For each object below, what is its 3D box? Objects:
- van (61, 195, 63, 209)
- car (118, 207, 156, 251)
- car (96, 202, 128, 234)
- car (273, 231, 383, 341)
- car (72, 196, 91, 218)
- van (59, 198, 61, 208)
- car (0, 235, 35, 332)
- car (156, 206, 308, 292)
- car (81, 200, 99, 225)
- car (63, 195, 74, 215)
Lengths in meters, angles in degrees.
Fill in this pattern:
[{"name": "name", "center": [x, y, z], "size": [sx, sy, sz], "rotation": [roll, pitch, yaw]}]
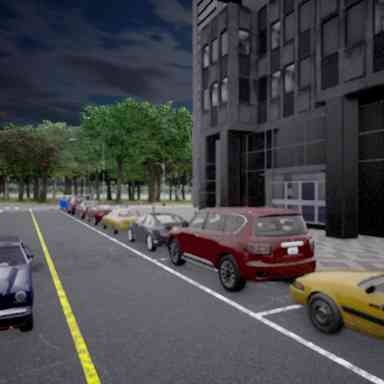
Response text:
[{"name": "van", "center": [-13.682, 1.304, 38.175], "size": [1.690, 1.788, 3.998], "rotation": [0, 0, -27]}, {"name": "car", "center": [-1.426, 1.532, 13.907], "size": [2.008, 1.369, 4.403], "rotation": [0, 0, -27]}, {"name": "car", "center": [-3.954, 1.502, 18.912], "size": [1.752, 1.417, 4.829], "rotation": [0, 0, -27]}, {"name": "car", "center": [3.399, 1.516, 4.351], "size": [1.752, 1.417, 4.829], "rotation": [0, 0, -27]}, {"name": "car", "center": [-8.780, 1.409, 28.468], "size": [1.967, 1.590, 4.097], "rotation": [0, 0, -27]}, {"name": "van", "center": [-16.134, 1.301, 43.029], "size": [1.690, 1.788, 3.998], "rotation": [0, 0, -27]}, {"name": "car", "center": [-4.096, 1.594, 6.410], "size": [1.895, 1.301, 4.718], "rotation": [0, 0, -27]}, {"name": "car", "center": [1.024, 1.301, 9.053], "size": [2.192, 1.841, 5.009], "rotation": [0, 0, -27]}, {"name": "car", "center": [-6.329, 1.517, 23.615], "size": [1.887, 1.381, 4.507], "rotation": [0, 0, -27]}, {"name": "car", "center": [-11.232, 1.280, 33.322], "size": [2.192, 1.841, 5.009], "rotation": [0, 0, -27]}]
